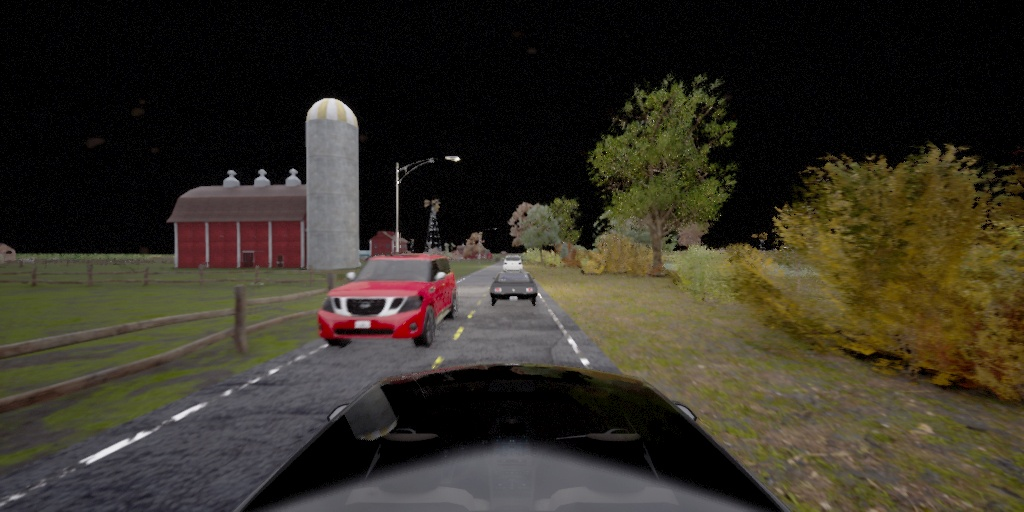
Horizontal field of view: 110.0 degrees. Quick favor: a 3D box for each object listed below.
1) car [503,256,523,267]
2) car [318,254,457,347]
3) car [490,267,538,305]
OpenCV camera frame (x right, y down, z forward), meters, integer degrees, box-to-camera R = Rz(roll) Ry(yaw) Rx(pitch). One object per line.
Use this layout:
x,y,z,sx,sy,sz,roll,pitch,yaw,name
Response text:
0.089,0.970,42.068,2.150,2.045,5.566,0,0,0,car
-2.843,0.955,9.613,2.150,2.045,5.566,0,0,0,car
0.075,1.327,15.939,1.895,1.301,4.718,0,0,0,car
